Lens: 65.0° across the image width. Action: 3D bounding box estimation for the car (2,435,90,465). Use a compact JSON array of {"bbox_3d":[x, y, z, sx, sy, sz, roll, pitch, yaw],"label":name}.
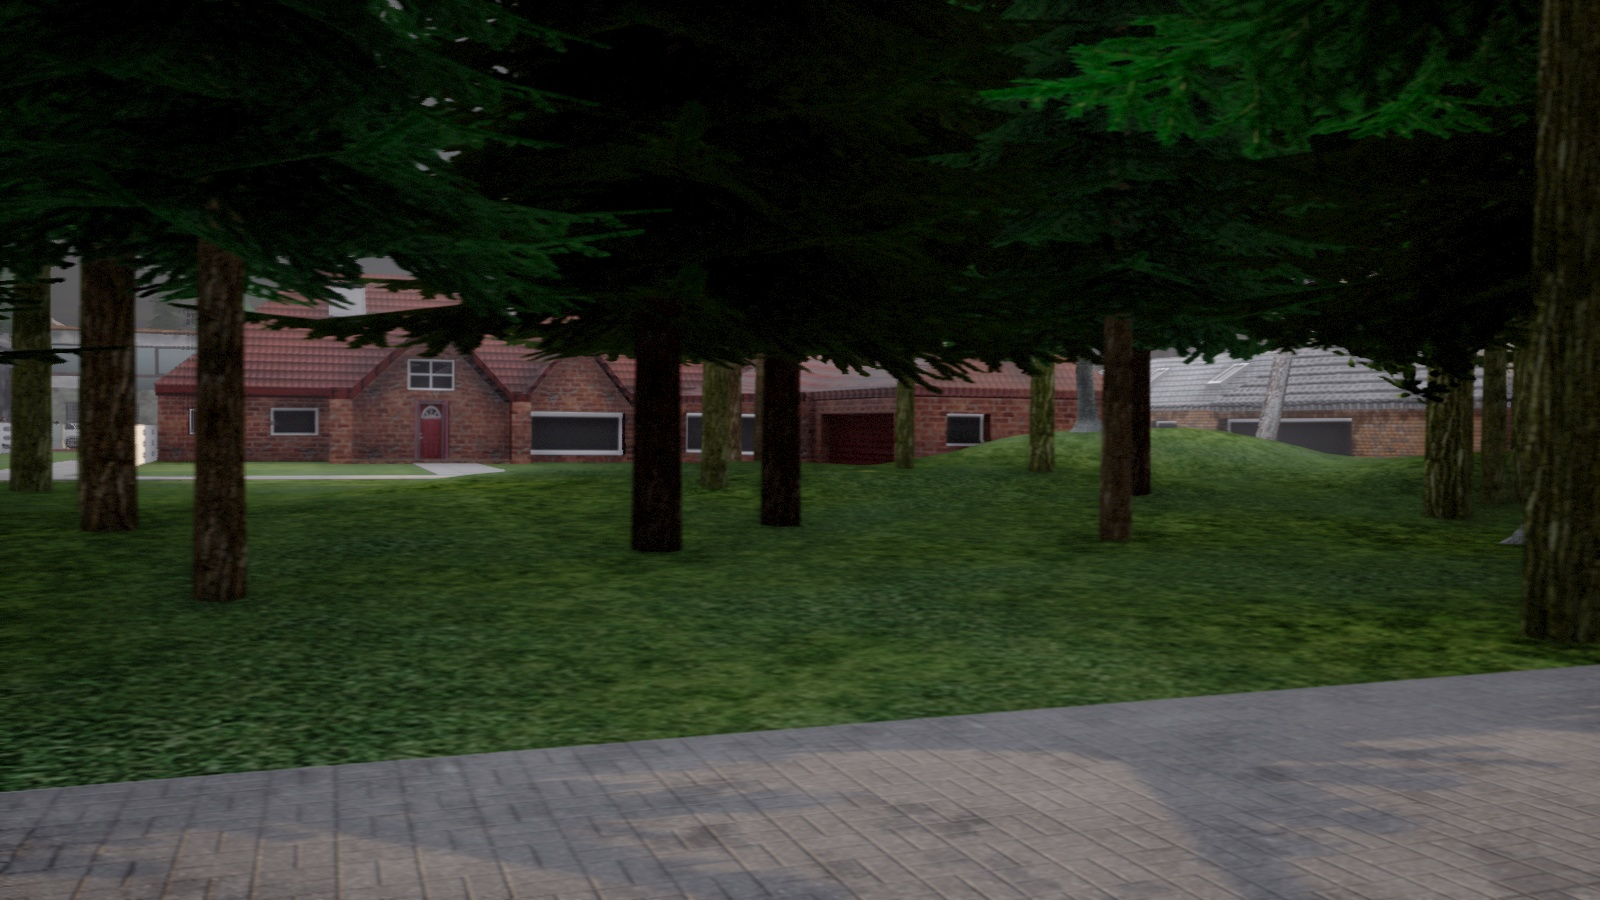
[{"bbox_3d":[-42.668,-0.001,71.189,3.988,1.617,1.851,-1,1,-21],"label":"car"}]
